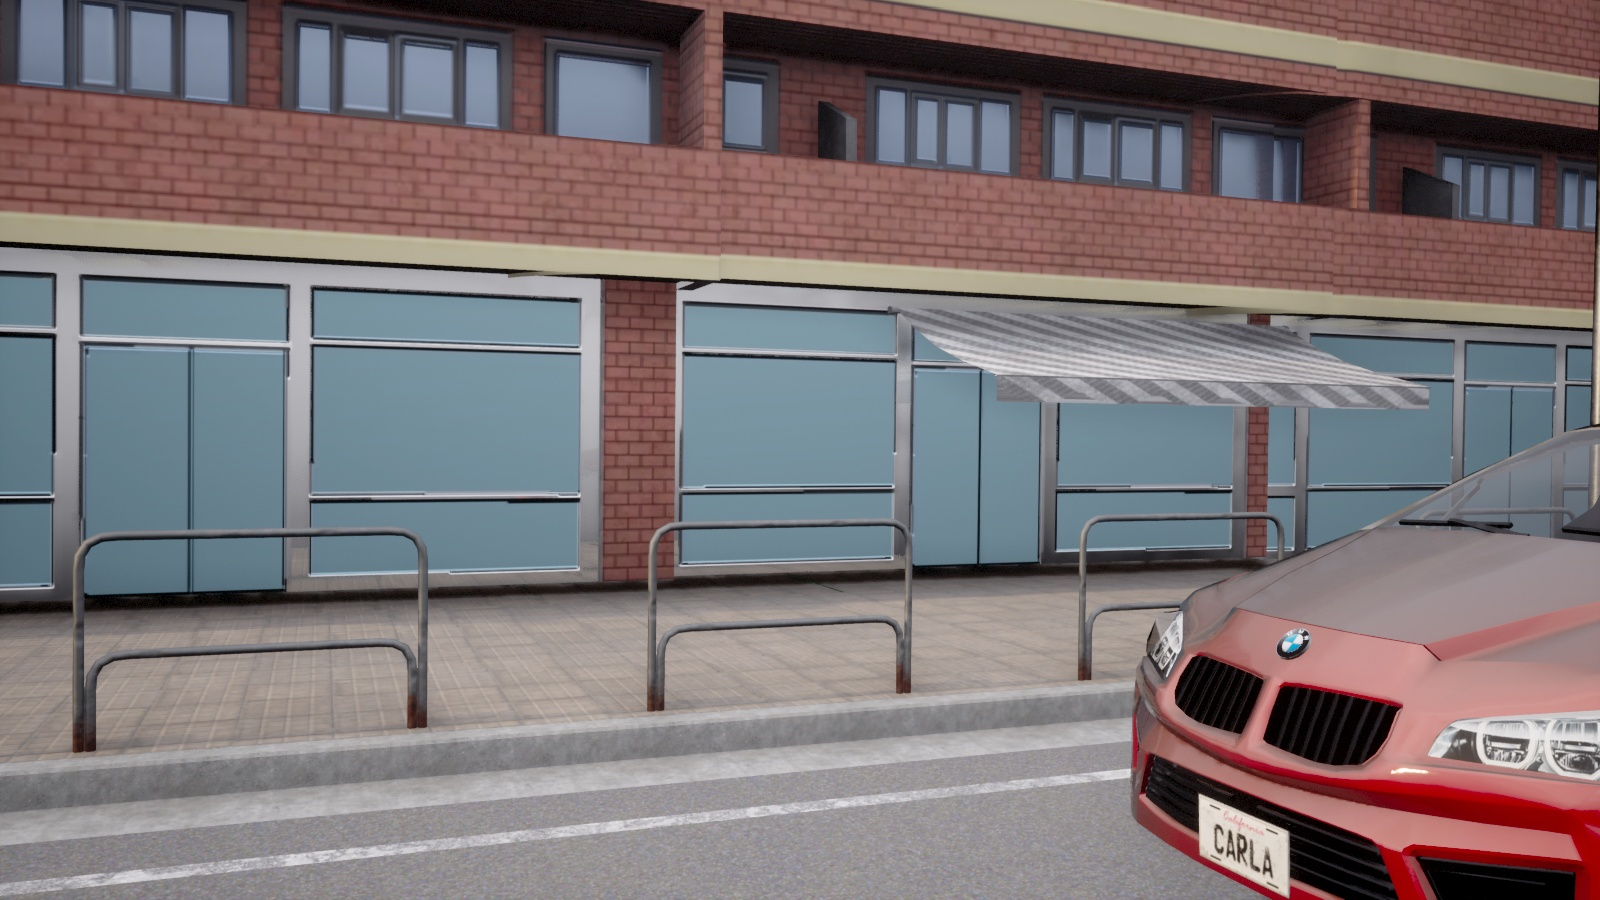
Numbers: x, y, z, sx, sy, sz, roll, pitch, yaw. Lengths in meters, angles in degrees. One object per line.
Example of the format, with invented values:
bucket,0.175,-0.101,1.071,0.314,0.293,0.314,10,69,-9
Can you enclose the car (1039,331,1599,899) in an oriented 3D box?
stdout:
car,3.469,0.531,4.556,4.611,1.667,2.242,-1,1,-21
